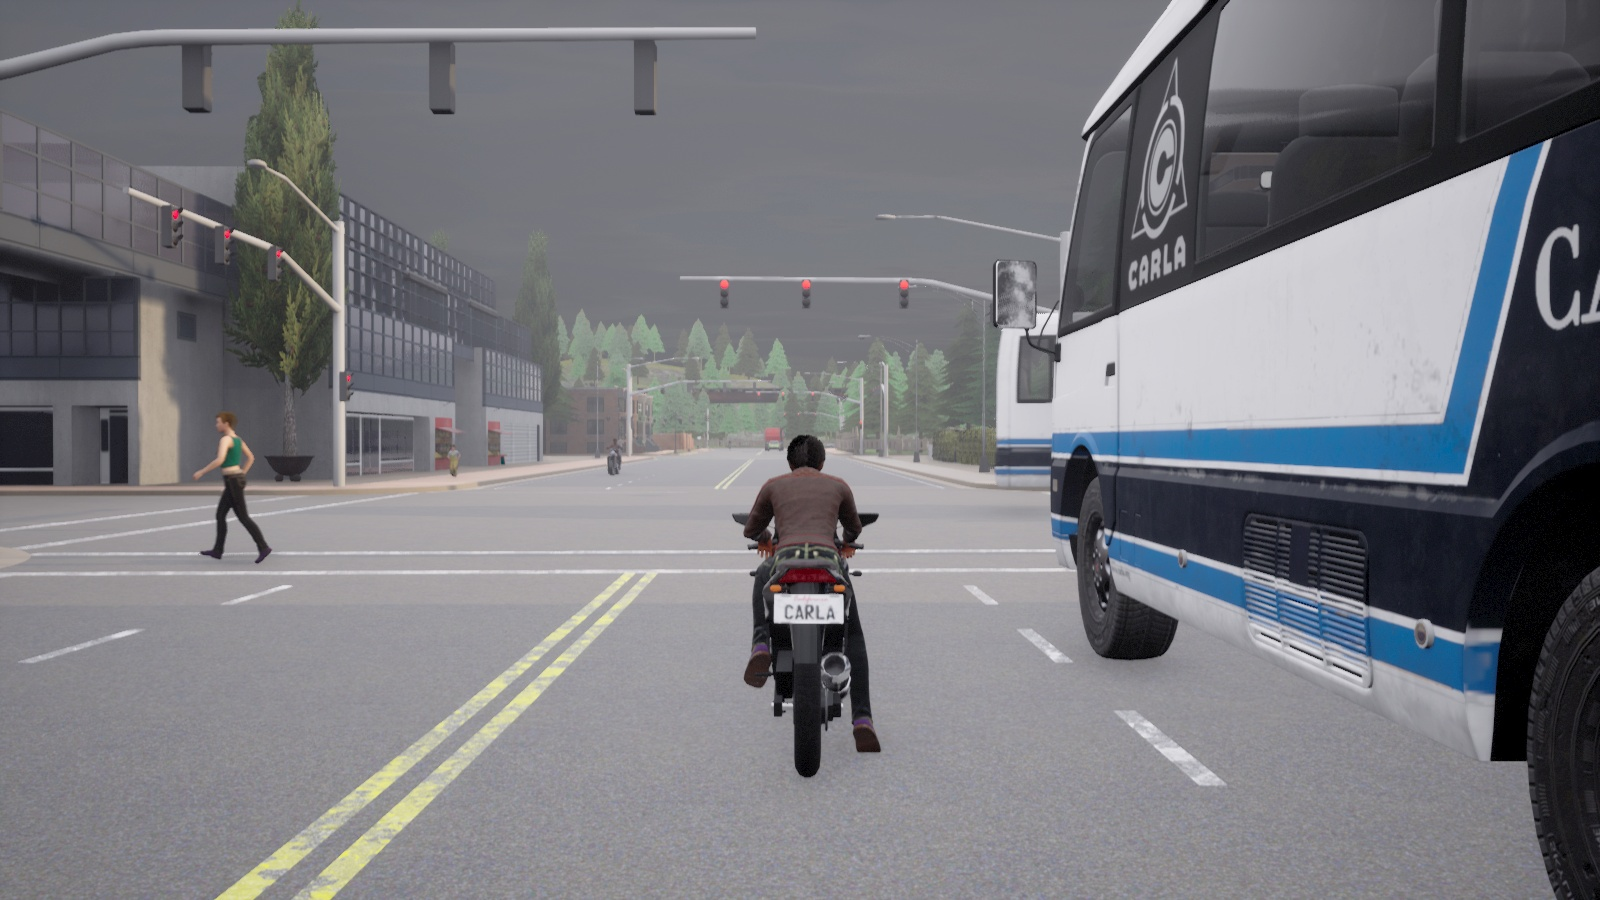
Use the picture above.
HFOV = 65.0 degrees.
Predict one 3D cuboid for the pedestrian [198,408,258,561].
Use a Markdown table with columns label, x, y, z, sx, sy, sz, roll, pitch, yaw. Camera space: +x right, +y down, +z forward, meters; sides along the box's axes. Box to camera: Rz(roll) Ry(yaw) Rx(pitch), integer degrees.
| label | x | y | z | sx | sy | sz | roll | pitch | yaw |
| --- | --- | --- | --- | --- | --- | --- | --- | --- | --- |
| pedestrian | -6.943 | 0.411 | 15.260 | 0.594 | 1.836 | 0.345 | 0 | 0 | -9 |

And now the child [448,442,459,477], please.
| label | x | y | z | sx | sy | sz | roll | pitch | yaw |
| --- | --- | --- | --- | --- | --- | --- | --- | --- | --- |
| child | -12.734 | 0.346 | 46.171 | 0.270 | 1.263 | 0.437 | 0 | 0 | 1 |

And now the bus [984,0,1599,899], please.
| label | x | y | z | sx | sy | sz | roll | pitch | yaw |
| --- | --- | --- | --- | --- | --- | --- | --- | --- | --- |
| bus | 3.533 | -0.667 | 5.561 | 3.944 | 4.253 | 10.273 | 0 | 0 | 0 |

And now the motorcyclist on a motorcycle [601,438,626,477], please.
| label | x | y | z | sx | sy | sz | roll | pitch | yaw |
| --- | --- | --- | --- | --- | --- | --- | --- | --- | --- |
| motorcyclist on a motorcycle | -8.098 | 0.301 | 54.669 | 0.766 | 1.649 | 2.350 | 0 | 1 | -1 |

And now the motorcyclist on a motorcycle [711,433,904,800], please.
| label | x | y | z | sx | sy | sz | roll | pitch | yaw |
| --- | --- | --- | --- | --- | --- | --- | --- | --- | --- |
| motorcyclist on a motorcycle | 0.030 | 0.684 | 6.236 | 0.797 | 1.523 | 2.044 | 0 | 0 | 0 |

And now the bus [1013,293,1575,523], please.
| label | x | y | z | sx | sy | sz | roll | pitch | yaw |
| --- | --- | --- | --- | --- | --- | --- | --- | --- | --- |
| bus | 9.824 | -0.810 | 26.393 | 10.273 | 4.253 | 3.944 | 0 | 1 | 14 |
